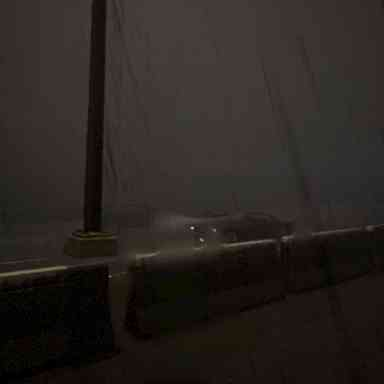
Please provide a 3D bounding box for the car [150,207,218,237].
[{"bbox_3d":[0.482,1.521,17.230,4.718,1.301,1.895,-1,0,-35],"label":"car"}]

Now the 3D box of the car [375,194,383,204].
[{"bbox_3d":[26.241,0.820,44.160,5.008,1.535,1.882,-1,1,-35],"label":"car"}]

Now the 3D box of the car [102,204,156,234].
[{"bbox_3d":[-3.449,1.432,18.725,4.902,1.511,2.128,-1,0,-35],"label":"car"}]

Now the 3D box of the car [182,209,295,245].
[{"bbox_3d":[2.185,1.524,14.145,4.718,1.301,1.895,-1,0,-35],"label":"car"}]
